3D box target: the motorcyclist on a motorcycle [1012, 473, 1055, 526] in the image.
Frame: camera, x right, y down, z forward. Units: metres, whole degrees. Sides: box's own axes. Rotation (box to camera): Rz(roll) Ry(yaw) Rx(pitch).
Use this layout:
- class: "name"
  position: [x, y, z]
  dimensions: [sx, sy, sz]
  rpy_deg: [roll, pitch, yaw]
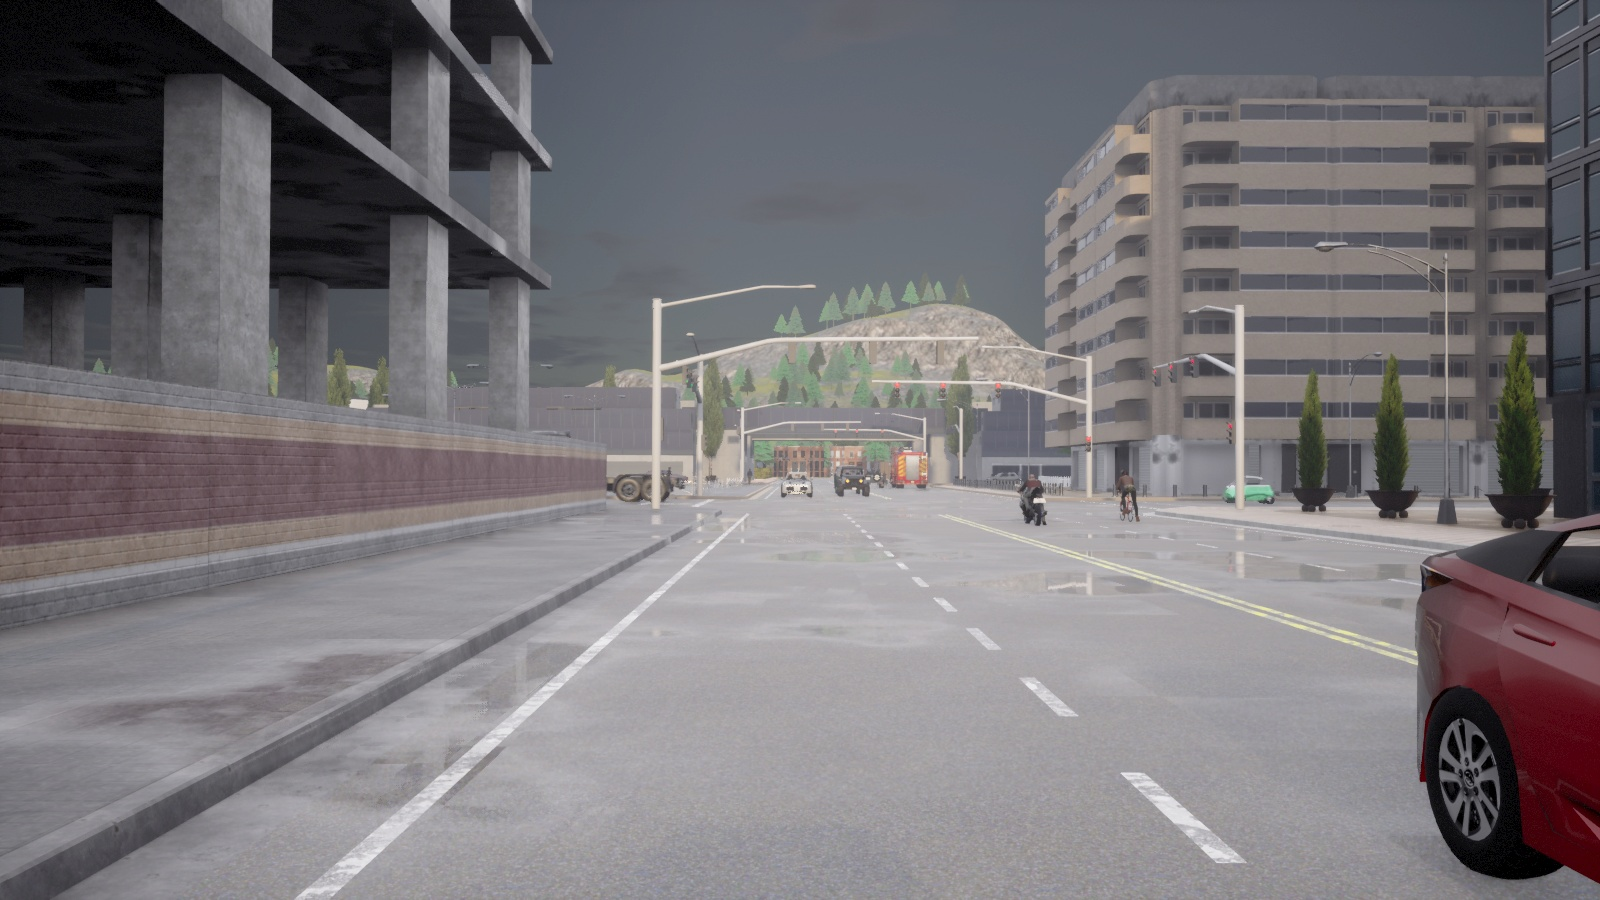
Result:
- class: "motorcyclist on a motorcycle"
  position: [6.914, 1.446, 37.268]
  dimensions: [0.866, 1.530, 2.191]
  rpy_deg: [0, -1, 0]

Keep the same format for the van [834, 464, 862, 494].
- class: "van"
  position: [3.299, 2.005, 86.597]
  dimensions: [1.775, 1.987, 4.442]
  rpy_deg: [0, -1, 0]

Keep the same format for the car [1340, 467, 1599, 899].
- class: "car"
  position: [3.492, 0.806, 3.505]
  dimensions: [2.007, 1.525, 4.514]
  rpy_deg: [0, -1, 0]

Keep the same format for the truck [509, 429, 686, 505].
- class: "truck"
  position: [-9.507, 0.811, 59.560]
  dimensions: [7.936, 3.462, 2.891]
  rpy_deg: [0, -1, 0]

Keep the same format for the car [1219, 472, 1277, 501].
- class: "car"
  position: [21.405, 1.734, 60.036]
  dimensions: [2.207, 1.376, 1.481]
  rpy_deg: [0, -1, -1]

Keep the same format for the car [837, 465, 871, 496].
- class: "car"
  position: [3.317, 1.907, 78.188]
  dimensions: [1.905, 1.878, 3.866]
  rpy_deg: [0, -1, 0]

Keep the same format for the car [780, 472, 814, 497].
- class: "car"
  position: [-0.174, 2.047, 75.606]
  dimensions: [1.970, 1.475, 3.806]
  rpy_deg: [0, -1, 0]
